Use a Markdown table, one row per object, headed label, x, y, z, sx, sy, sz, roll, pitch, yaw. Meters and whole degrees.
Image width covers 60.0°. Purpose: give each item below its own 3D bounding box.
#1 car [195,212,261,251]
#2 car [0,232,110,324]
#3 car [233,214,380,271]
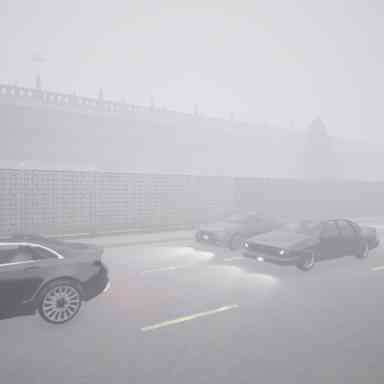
| label | x | y | z | sx | sy | sz | roll | pitch | yaw |
| --- | --- | --- | --- | --- | --- | --- | --- | --- | --- |
| car | 2.171 | 1.564 | 13.989 | 4.181 | 1.385 | 1.994 | 0 | 0 | -35 |
| car | -3.865 | 1.492 | 5.567 | 4.902 | 1.511 | 2.128 | 0 | 0 | -35 |
| car | 4.155 | 1.547 | 11.105 | 5.357 | 1.411 | 2.033 | 0 | 0 | -35 |
